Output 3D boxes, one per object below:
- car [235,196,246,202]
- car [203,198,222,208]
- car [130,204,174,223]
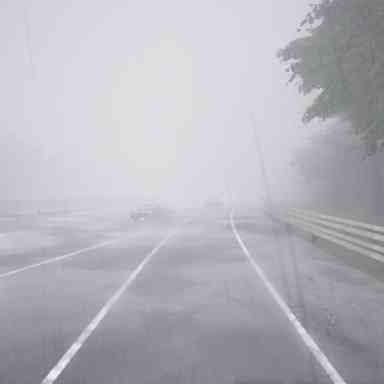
[{"bbox_3d":[10.771,1.553,73.665,1.895,1.301,4.718,0,0,17],"label":"car"},{"bbox_3d":[2.982,1.515,46.938,2.033,1.411,5.357,0,0,16],"label":"car"},{"bbox_3d":[-2.854,1.571,25.011,1.895,1.301,4.718,0,0,14],"label":"car"}]
